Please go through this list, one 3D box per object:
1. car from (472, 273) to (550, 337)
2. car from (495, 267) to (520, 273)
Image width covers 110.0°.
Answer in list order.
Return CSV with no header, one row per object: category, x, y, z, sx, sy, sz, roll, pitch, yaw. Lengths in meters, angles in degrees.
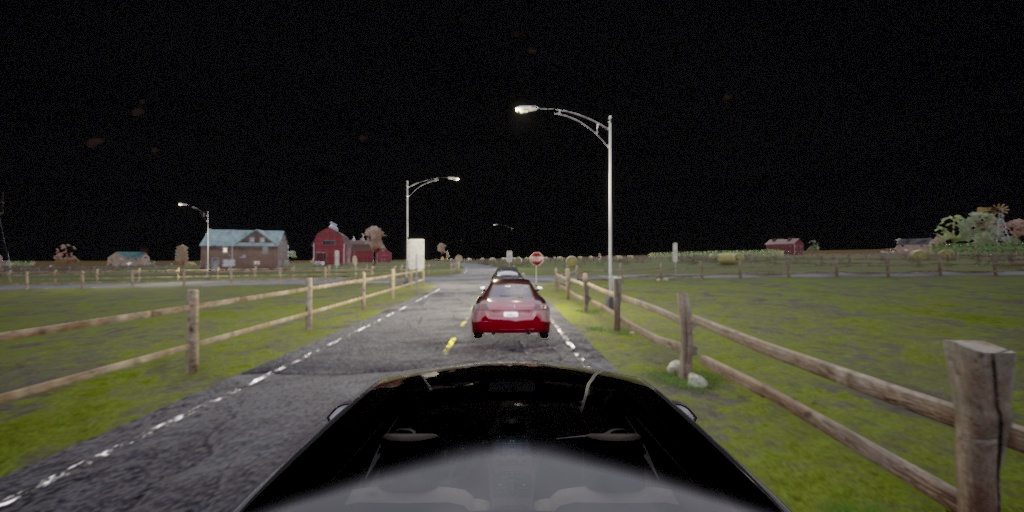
car,-0.025,1.351,10.457,1.994,1.385,4.181,0,0,0
car,-0.235,1.358,20.244,1.812,1.442,4.674,0,0,0
